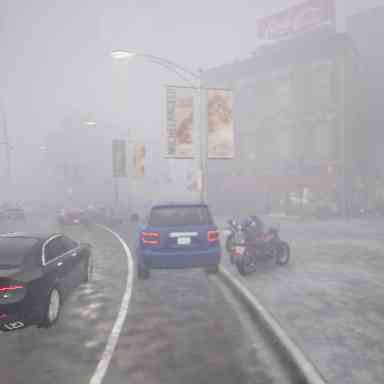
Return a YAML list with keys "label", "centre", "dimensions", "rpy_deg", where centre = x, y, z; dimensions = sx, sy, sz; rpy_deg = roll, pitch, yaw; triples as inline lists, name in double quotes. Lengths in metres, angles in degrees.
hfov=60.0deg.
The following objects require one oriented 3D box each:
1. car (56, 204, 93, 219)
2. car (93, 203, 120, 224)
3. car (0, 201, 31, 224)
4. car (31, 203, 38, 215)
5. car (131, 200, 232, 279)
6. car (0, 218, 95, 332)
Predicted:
- label: "car"
  centre: [-8.487, 1.720, 23.477]
  dimensions: [1.812, 1.442, 4.674]
  rpy_deg: [0, 0, -26]
- label: "car"
  centre: [-8.474, 1.740, 29.831]
  dimensions: [2.002, 1.452, 4.674]
  rpy_deg: [0, 0, -34]
- label: "car"
  centre: [-15.394, 1.784, 28.173]
  dimensions: [2.128, 1.511, 4.902]
  rpy_deg: [0, 0, -34]
- label: "car"
  centre: [-19.272, 1.833, 37.834]
  dimensions: [5.366, 1.575, 1.801]
  rpy_deg: [-1, 0, 45]
- label: "car"
  centre: [-0.694, 1.270, 10.532]
  dimensions: [2.150, 2.045, 5.566]
  rpy_deg: [-1, 0, -11]
- label: "car"
  centre: [-3.406, 1.574, 7.013]
  dimensions: [1.837, 1.490, 4.892]
  rpy_deg: [0, 0, -5]
